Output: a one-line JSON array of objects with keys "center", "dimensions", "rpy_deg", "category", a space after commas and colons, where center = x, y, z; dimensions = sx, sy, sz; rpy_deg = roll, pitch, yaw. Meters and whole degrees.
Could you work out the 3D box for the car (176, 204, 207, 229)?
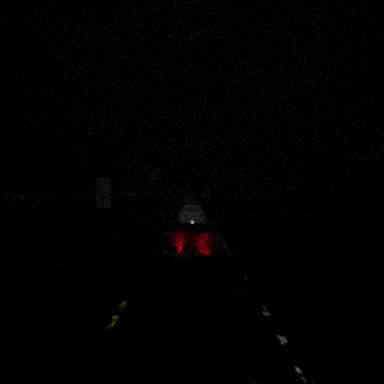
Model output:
[{"center": [-0.054, 1.510, 21.517], "dimensions": [1.812, 1.442, 4.674], "rpy_deg": [0, 0, -2], "category": "car"}]
